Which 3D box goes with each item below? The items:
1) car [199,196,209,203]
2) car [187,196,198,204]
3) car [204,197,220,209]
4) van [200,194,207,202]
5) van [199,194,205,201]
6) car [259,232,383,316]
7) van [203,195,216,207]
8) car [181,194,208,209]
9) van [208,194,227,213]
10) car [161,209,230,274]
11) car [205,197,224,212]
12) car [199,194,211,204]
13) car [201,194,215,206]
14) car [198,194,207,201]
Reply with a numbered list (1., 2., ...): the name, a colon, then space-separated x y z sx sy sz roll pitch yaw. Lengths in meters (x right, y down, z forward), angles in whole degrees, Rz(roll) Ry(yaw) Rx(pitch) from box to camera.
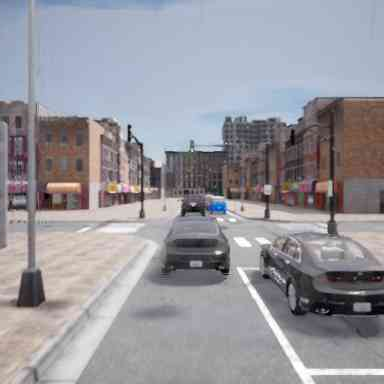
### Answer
1. car: 2.659 1.611 72.668 2.008 1.369 4.403 0 0 0
2. car: 0.021 1.596 64.379 2.033 1.411 5.357 0 0 0
3. car: 2.650 1.465 45.291 1.967 1.590 4.097 0 0 0
4. van: 2.660 1.408 78.144 1.690 1.788 3.998 0 0 0
5. van: 2.663 1.423 89.095 1.690 1.788 3.998 0 0 0
6. car: 2.638 1.550 7.338 2.008 1.369 4.403 0 0 0
7. van: 2.651 1.372 50.767 1.690 1.788 3.998 0 0 0
8. car: 0.109 1.234 31.686 2.150 2.045 5.566 0 0 0
9. van: 2.646 1.356 34.341 1.690 1.788 3.998 0 0 0
10. car: 0.105 1.505 10.511 1.837 1.490 4.892 0 0 0
11. car: 2.648 1.460 39.816 1.967 1.590 4.097 0 0 0
12. car: 2.656 1.368 67.193 2.192 1.841 5.009 0 0 0
13. car: 2.651 1.353 56.240 2.192 1.841 5.009 0 0 0
14. car: 2.661 1.389 83.619 2.192 1.841 5.009 0 0 0
